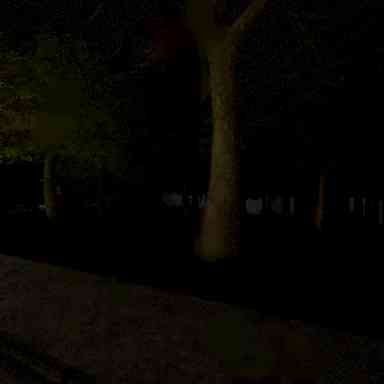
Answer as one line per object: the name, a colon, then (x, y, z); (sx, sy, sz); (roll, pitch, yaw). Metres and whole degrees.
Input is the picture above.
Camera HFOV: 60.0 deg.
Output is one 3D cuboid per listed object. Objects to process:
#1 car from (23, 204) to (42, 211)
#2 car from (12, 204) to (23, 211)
car: (-38.836, 3.767, 80.926); (1.837, 1.490, 4.892); (0, -2, -10)
car: (-42.104, 3.789, 80.763); (1.837, 1.490, 4.892); (0, -2, -10)
